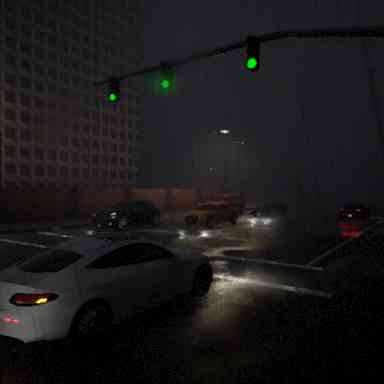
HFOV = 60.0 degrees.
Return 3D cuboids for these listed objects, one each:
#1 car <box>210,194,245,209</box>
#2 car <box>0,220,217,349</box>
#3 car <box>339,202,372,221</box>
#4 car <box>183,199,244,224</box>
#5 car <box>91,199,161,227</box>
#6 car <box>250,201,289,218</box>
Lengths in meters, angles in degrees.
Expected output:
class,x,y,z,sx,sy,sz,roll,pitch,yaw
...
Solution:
class,x,y,z,sx,sy,sz,roll,pitch,yaw
car,2.841,1.202,30.604,2.150,2.045,5.566,0,0,36
car,-1.401,1.524,6.346,1.812,1.442,4.674,0,0,35
car,13.347,1.581,27.119,1.837,1.490,4.892,0,-1,35
car,1.336,1.471,22.462,1.882,1.535,5.008,0,0,35
car,-4.050,1.337,20.924,2.097,1.767,4.553,0,0,35
car,7.286,1.536,30.816,2.033,1.411,5.357,0,0,36
